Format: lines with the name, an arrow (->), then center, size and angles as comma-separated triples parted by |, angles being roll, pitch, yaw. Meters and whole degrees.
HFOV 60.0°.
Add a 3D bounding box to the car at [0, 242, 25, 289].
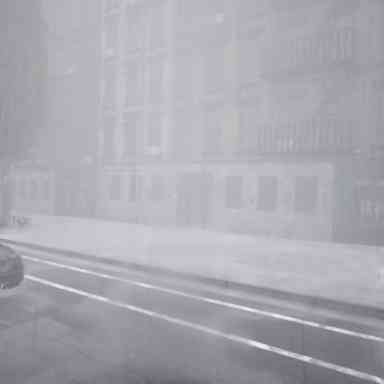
car -> -5.772, 1.494, 7.771 | 4.181, 1.385, 1.994 | 1, 0, 36
